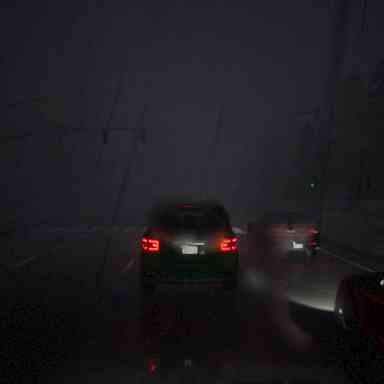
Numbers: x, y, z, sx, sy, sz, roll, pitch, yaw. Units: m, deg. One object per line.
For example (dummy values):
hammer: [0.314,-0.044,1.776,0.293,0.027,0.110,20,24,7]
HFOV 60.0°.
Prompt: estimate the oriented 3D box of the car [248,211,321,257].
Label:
car: [3.342,1.492,12.911,2.128,1.511,4.902,0,0,0]

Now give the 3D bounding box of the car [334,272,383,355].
car: [3.428,1.564,4.003,1.994,1.385,4.181,0,0,-1]

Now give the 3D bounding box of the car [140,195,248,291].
car: [-0.093,1.221,9.156,2.150,2.045,5.566,0,0,-1]
